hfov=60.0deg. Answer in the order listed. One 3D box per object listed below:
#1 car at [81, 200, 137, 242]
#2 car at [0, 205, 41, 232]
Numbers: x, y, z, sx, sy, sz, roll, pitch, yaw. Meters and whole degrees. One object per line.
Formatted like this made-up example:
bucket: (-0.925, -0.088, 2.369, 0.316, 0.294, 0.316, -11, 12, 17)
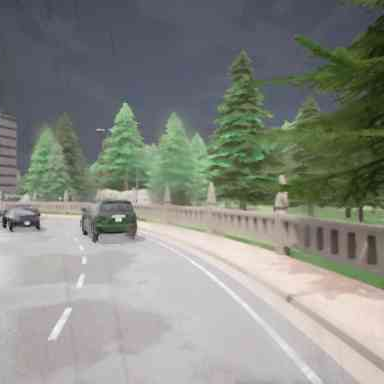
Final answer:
car: (-4.630, 1.439, 18.109, 2.150, 2.045, 5.566, 0, -1, -26)
car: (-11.777, 1.835, 22.893, 1.812, 1.442, 4.674, 0, -1, -36)
